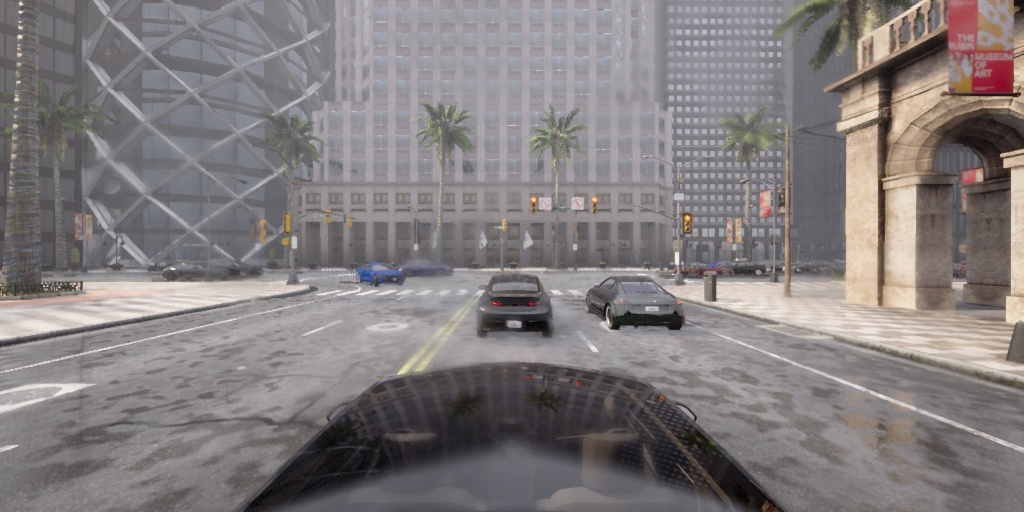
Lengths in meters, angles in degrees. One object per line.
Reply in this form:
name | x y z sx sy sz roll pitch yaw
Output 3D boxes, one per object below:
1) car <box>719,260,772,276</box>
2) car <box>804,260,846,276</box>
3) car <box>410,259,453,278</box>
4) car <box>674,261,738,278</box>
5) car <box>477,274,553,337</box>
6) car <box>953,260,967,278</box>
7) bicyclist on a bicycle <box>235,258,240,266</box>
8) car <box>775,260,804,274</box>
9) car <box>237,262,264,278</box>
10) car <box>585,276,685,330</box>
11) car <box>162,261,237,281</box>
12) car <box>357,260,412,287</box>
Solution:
car | 23.188 1.228 36.759 5.008 1.535 1.882 0 0 0
car | 33.056 1.314 36.730 4.181 1.385 1.994 0 0 0
car | -7.753 1.102 33.139 4.553 1.767 2.097 0 0 0
car | 17.639 1.351 33.076 4.718 1.301 1.895 0 0 0
car | 0.078 1.255 10.283 1.837 1.490 4.892 0 0 0
car | 38.706 1.276 32.994 4.674 1.442 1.812 0 0 0
bicyclist on a bicycle | -35.744 1.050 46.596 0.582 1.620 1.656 0 0 -12
car | 33.022 1.241 40.228 4.902 1.511 2.128 0 0 0
car | -25.660 1.228 32.917 5.008 1.535 1.882 0 0 -3
car | 3.582 1.314 11.148 1.994 1.385 4.181 0 0 0
car | -25.877 1.276 29.452 4.674 1.442 1.812 0 0 -3
car | -9.158 1.228 24.891 1.882 1.535 5.008 1 -1 -41
